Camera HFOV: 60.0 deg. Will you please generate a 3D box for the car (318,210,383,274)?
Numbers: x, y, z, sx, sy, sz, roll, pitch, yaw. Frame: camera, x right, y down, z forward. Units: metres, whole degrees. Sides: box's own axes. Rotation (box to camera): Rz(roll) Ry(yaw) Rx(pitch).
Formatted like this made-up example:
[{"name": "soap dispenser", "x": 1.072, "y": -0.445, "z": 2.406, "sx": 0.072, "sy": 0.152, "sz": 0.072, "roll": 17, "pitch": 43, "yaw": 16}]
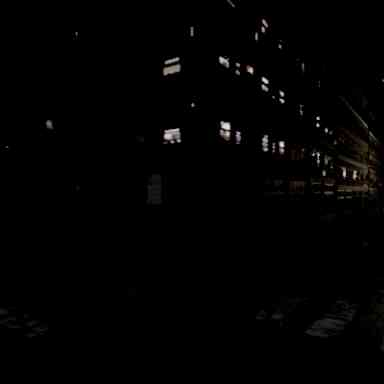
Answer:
[{"name": "car", "x": 6.029, "y": 1.598, "z": 11.810, "sx": 2.192, "sy": 1.841, "sz": 5.009, "roll": -1, "pitch": -2, "yaw": 35}]
